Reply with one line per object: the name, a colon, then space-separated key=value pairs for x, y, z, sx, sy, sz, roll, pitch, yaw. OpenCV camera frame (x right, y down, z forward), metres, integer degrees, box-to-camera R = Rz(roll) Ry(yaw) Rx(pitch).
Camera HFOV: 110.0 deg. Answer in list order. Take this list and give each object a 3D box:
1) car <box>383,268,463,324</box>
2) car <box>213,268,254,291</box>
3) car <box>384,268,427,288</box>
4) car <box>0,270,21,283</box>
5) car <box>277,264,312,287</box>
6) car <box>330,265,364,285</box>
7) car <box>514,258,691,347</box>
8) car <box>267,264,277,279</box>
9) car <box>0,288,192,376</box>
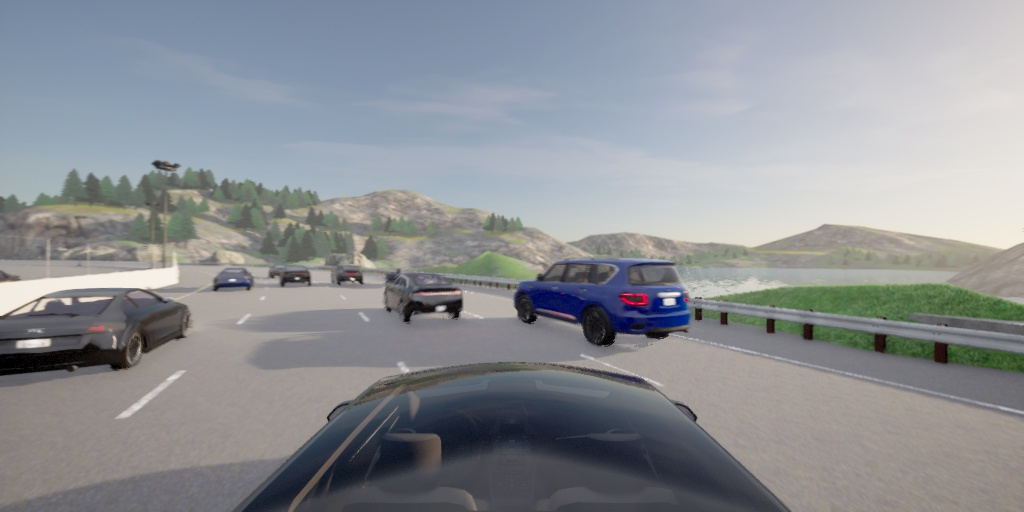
car: x=-3.272 y=1.350 z=12.694 sx=2.128 sy=1.511 sz=4.902 roll=1 pitch=-1 yaw=-29
car: x=-18.197 y=1.466 z=23.557 sx=1.994 sy=1.385 sz=4.181 roll=1 pitch=-1 yaw=-34
car: x=-8.381 y=1.607 z=27.823 sx=1.895 sy=1.301 sz=4.718 roll=1 pitch=-1 yaw=-33
car: x=-27.334 y=1.335 z=18.062 sx=2.033 sy=1.411 sz=5.357 roll=1 pitch=-1 yaw=-35
car: x=-16.462 y=1.432 z=27.197 sx=1.882 sy=1.535 sz=5.008 roll=1 pitch=-1 yaw=-35
car: x=-13.246 y=1.494 z=28.729 sx=1.837 sy=1.490 sz=4.892 roll=1 pitch=-1 yaw=-34
car: x=2.131 y=1.082 z=10.078 sx=2.150 sy=2.045 sz=5.566 roll=1 pitch=0 yaw=-28
car: x=-24.222 y=1.556 z=37.530 sx=1.812 sy=1.442 sz=4.674 roll=1 pitch=-1 yaw=-39
car: x=-8.285 y=1.332 z=7.278 sx=1.994 sy=1.385 sz=4.181 roll=1 pitch=-1 yaw=-28
